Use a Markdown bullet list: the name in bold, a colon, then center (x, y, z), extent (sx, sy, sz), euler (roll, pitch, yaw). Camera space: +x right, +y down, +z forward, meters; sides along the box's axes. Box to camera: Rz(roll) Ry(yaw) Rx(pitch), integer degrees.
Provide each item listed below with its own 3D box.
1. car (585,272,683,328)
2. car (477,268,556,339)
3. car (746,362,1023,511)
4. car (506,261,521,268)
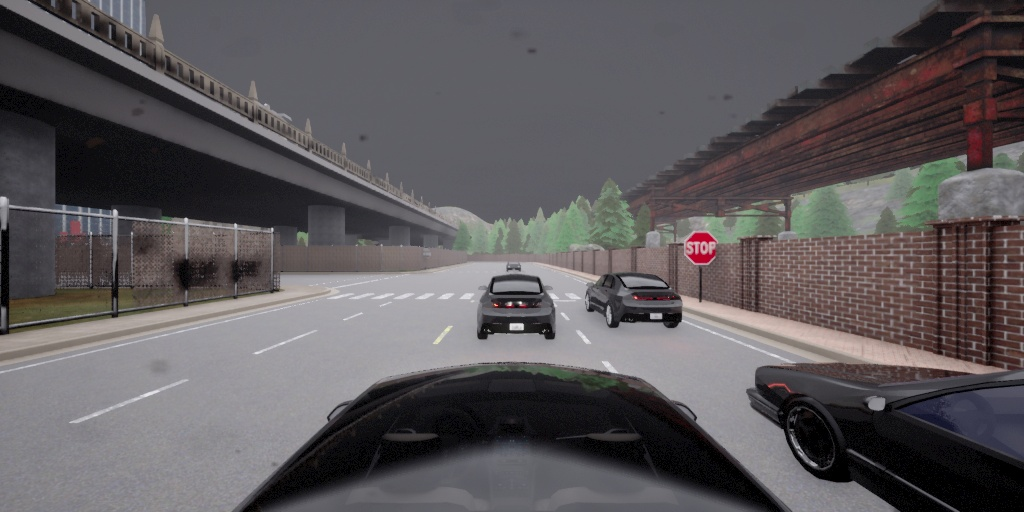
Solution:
- **car**: center (3.604, 1.255, 11.366), extent (1.837, 1.490, 4.892), euler (0, 0, 0)
- **car**: center (0.102, 1.255, 10.009), extent (1.837, 1.490, 4.892), euler (0, 0, 0)
- **car**: center (3.600, 1.297, 1.620), extent (2.033, 1.411, 5.357), euler (0, 0, 0)
- **car**: center (0.203, 1.351, 46.293), extent (1.895, 1.301, 4.718), euler (0, 0, -1)
